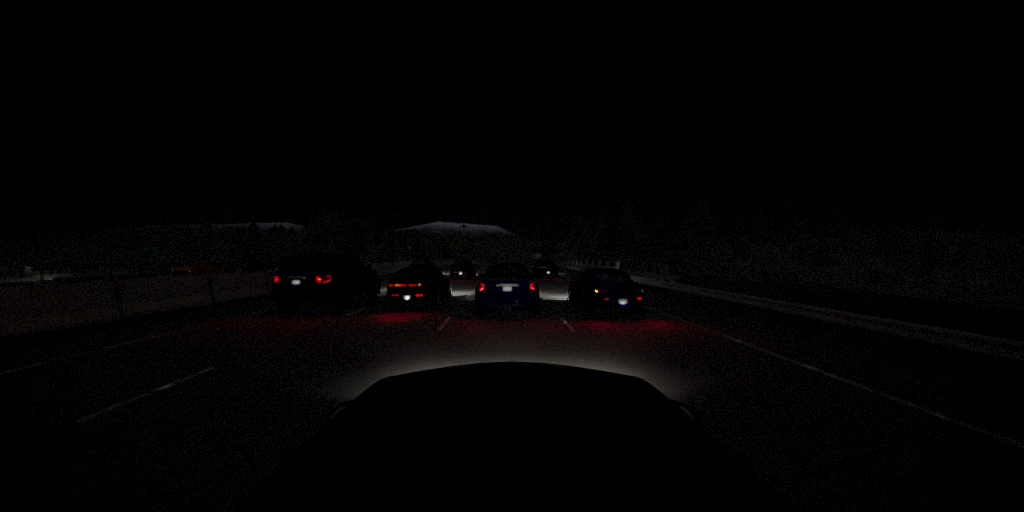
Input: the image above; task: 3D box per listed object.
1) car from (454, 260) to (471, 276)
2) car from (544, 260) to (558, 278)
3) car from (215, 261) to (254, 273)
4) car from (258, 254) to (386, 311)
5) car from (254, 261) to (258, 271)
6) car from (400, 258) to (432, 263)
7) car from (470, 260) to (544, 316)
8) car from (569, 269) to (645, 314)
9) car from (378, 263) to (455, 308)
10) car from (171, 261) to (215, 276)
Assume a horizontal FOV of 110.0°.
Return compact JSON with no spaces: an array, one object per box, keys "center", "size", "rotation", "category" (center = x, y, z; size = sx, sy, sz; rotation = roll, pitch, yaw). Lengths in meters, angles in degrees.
[{"center":[-4.154,1.094,30.915],"size":[1.837,1.490,4.892],"rotation":[0,0,-1],"category":"car"},{"center":[2.843,1.046,31.106],"size":[1.837,1.490,4.892],"rotation":[0,1,-1],"category":"car"},{"center":[-25.442,1.235,34.383],"size":[1.812,1.442,4.674],"rotation":[0,0,-1],"category":"car"},{"center":[-7.222,0.938,14.555],"size":[2.150,2.045,5.566],"rotation":[0,1,-1],"category":"car"},{"center":[-21.949,1.174,34.673],"size":[2.128,1.511,4.902],"rotation":[0,0,-1],"category":"car"},{"center":[-7.653,1.104,30.801],"size":[2.128,1.511,4.902],"rotation":[0,0,-1],"category":"car"},{"center":[-0.191,1.028,13.244],"size":[2.097,1.767,4.553],"rotation":[0,0,-1],"category":"car"},{"center":[3.307,1.179,13.147],"size":[1.812,1.442,4.674],"rotation":[0,1,-1],"category":"car"},{"center":[-3.732,1.193,14.958],"size":[1.837,1.490,4.892],"rotation":[0,0,-1],"category":"car"},{"center":[-28.917,1.216,33.405],"size":[1.882,1.535,5.008],"rotation":[0,0,-1],"category":"car"}]
